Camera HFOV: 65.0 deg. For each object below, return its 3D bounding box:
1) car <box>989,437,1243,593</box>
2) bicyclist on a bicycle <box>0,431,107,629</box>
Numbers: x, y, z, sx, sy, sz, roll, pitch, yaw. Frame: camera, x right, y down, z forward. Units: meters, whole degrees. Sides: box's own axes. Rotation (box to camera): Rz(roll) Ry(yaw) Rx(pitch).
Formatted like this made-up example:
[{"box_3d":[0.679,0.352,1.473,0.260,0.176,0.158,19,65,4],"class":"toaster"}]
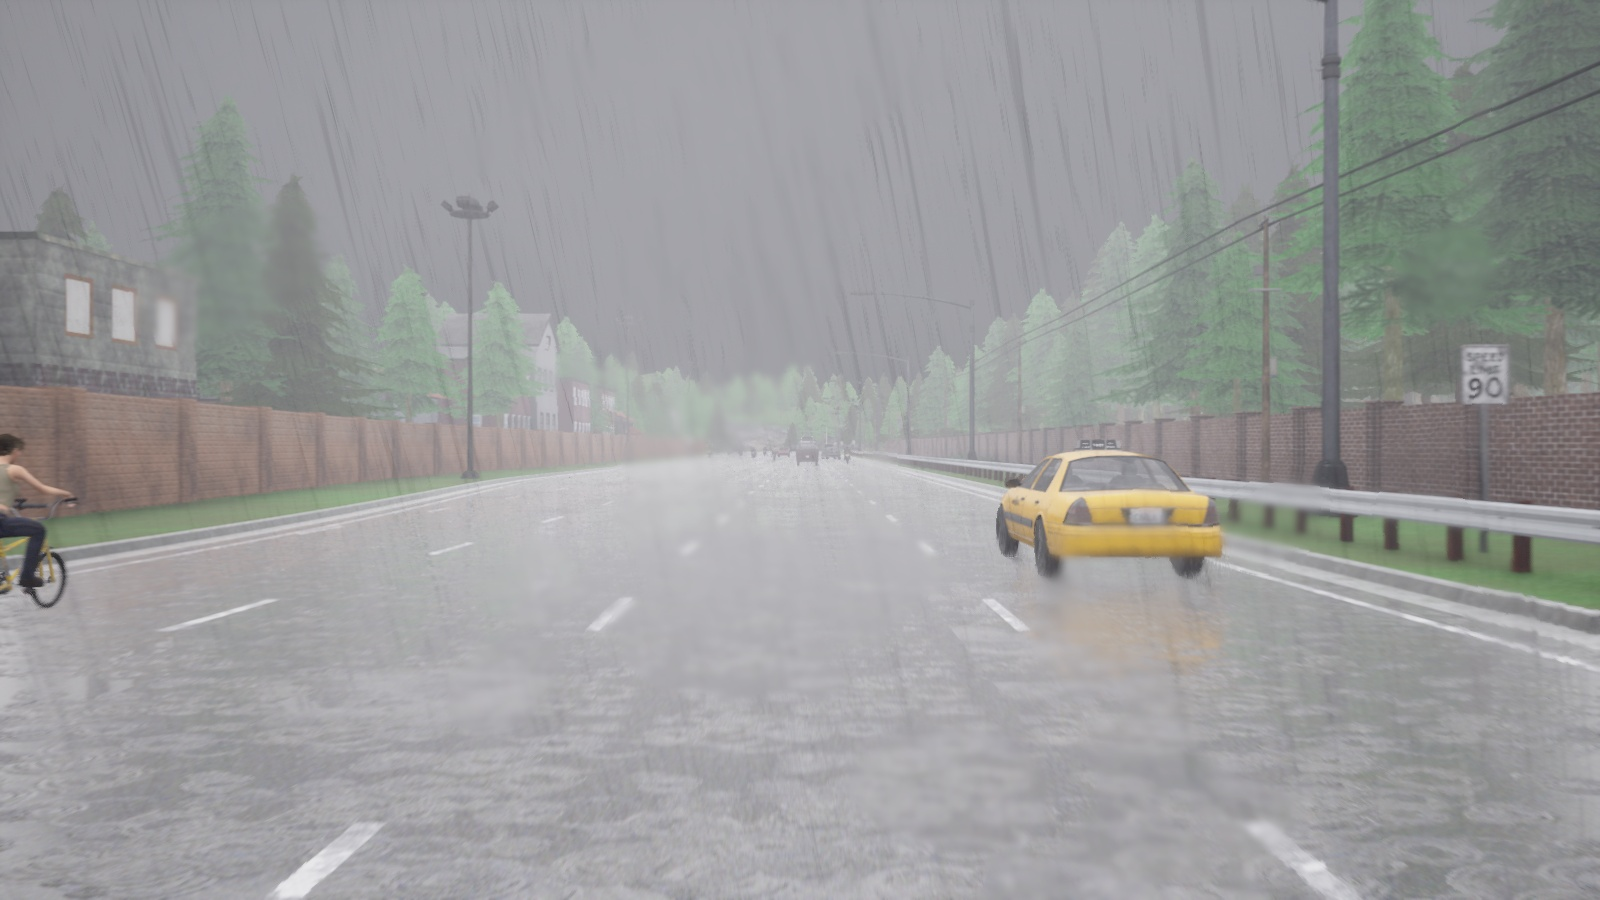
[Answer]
[{"box_3d":[3.604,0.650,15.406,1.801,1.575,5.366,0,0,0],"class":"car"},{"box_3d":[-6.926,0.650,11.005,0.866,1.612,1.509,0,0,1],"class":"bicyclist on a bicycle"}]
